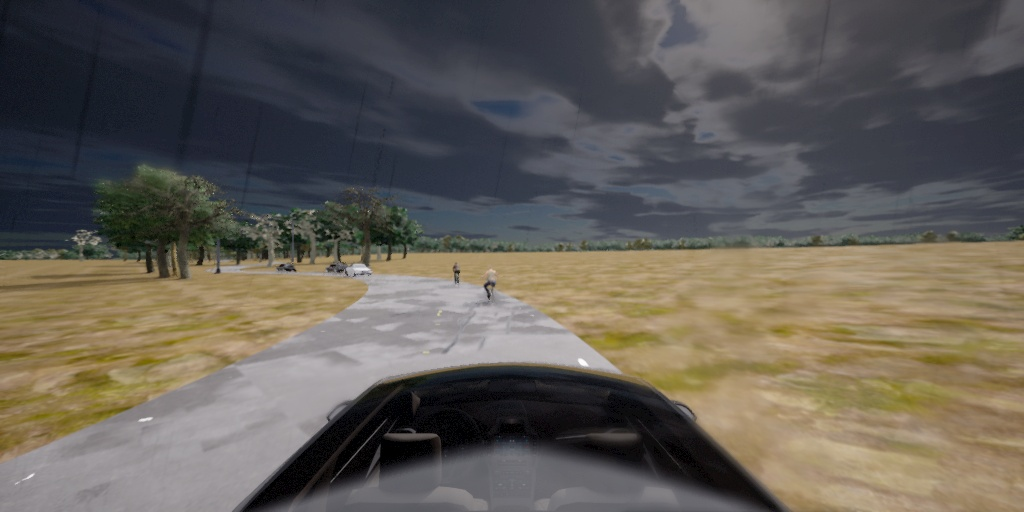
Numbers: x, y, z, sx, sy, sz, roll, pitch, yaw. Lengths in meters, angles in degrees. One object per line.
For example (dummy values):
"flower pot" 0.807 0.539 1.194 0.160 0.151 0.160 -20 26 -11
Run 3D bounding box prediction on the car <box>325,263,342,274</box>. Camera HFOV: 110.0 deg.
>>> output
"car" -25.636 1.816 52.551 4.892 1.490 1.837 -1 -1 40

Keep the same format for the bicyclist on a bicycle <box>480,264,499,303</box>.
"bicyclist on a bicycle" -0.943 1.169 15.589 0.866 1.612 1.509 0 0 -13

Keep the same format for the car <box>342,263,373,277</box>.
"car" -16.926 1.570 39.591 1.812 1.442 4.674 0 -1 -39

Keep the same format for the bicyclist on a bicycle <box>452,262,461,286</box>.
"bicyclist on a bicycle" -3.838 1.234 24.854 0.582 1.620 1.656 0 -1 -21
